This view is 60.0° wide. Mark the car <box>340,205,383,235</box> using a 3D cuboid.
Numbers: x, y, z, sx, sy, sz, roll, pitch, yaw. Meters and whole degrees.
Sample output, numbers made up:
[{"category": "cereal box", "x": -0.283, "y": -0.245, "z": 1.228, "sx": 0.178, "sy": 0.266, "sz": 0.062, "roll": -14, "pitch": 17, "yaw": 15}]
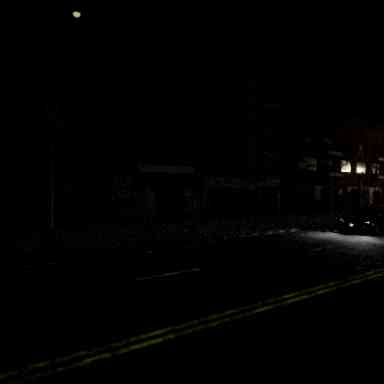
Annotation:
[{"category": "car", "x": 10.462, "y": 1.512, "z": 19.130, "sx": 4.892, "sy": 1.490, "sz": 1.837, "roll": 0, "pitch": 0, "yaw": -35}]
